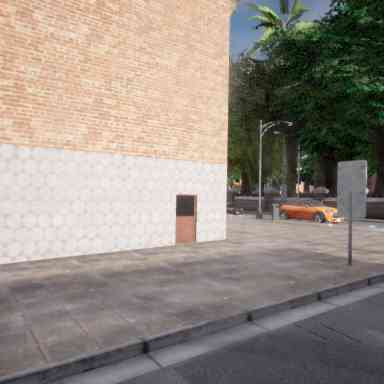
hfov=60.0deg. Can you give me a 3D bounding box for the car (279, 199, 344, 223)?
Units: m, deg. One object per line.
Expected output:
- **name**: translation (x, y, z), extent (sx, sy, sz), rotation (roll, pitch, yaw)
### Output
- **car**: translation (8.755, 1.344, 24.606), extent (2.097, 1.767, 4.553), rotation (2, -1, -35)

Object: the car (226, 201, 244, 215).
- **car**: translation (2.734, 1.533, 33.210), extent (2.033, 1.411, 5.357), rotation (2, -1, -35)
